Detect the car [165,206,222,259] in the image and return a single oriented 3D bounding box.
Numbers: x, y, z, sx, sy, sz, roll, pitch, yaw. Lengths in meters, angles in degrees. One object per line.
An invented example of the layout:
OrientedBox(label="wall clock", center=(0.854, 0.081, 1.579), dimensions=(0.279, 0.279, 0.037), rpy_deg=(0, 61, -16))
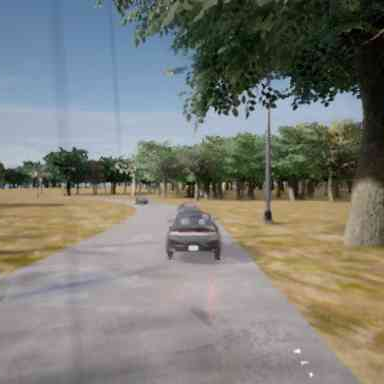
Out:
OrientedBox(label="car", center=(0.071, 1.503, 12.654), dimensions=(2.128, 1.511, 4.902), rpy_deg=(0, 0, 1))

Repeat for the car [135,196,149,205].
OrientedBox(label="car", center=(-8.521, 1.447, 56.622), dimensions=(1.882, 1.535, 5.008), rpy_deg=(0, 0, -16))

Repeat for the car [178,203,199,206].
OrientedBox(label="car", center=(-0.282, 1.582, 28.022), dimensions=(1.994, 1.385, 4.181), rpy_deg=(0, 0, -4))
